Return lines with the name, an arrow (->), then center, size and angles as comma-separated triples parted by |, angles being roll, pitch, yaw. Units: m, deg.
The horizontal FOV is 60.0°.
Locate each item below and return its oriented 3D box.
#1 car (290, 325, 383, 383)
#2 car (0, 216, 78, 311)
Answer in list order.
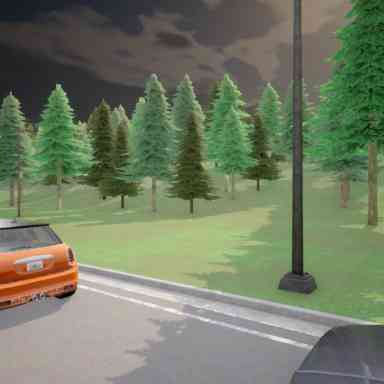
car -> 3.230, 1.548, 1.691 | 5.357, 1.411, 2.033 | 0, 0, 36
car -> -4.571, 1.351, 7.253 | 4.553, 1.767, 2.097 | 0, 0, 36
